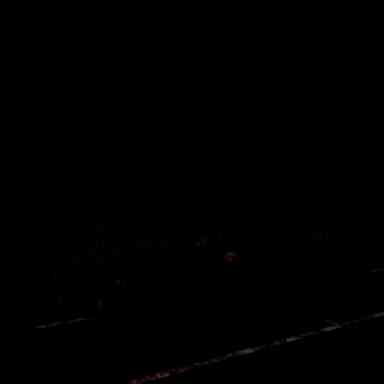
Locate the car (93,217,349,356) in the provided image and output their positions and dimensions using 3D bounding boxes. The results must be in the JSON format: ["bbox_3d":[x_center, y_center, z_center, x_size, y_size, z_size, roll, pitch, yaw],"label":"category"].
[{"bbox_3d":[0.786,1.455,6.358,5.009,1.841,2.192,1,-1,-29],"label":"car"}]

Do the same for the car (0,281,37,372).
[{"bbox_3d":[-4.138,1.637,3.667,4.403,1.369,2.008,1,-1,-29],"label":"car"}]
